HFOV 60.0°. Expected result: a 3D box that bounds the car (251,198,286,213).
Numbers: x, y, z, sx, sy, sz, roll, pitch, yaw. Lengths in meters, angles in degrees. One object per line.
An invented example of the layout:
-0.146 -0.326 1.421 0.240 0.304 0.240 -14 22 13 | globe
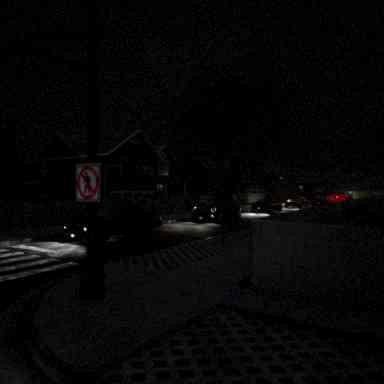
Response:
7.395 1.319 32.869 1.994 1.385 4.181 0 1 35 | car

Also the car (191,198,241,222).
1.857 1.187 24.671 2.097 1.767 4.553 0 1 34 | car

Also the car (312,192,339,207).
16.083 1.145 40.519 1.882 1.535 5.008 0 1 35 | car

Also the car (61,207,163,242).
-3.654 1.460 16.469 2.033 1.411 5.357 0 1 34 | car

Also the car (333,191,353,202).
21.934 0.802 48.679 2.150 2.045 5.566 0 1 38 | car

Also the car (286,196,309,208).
13.022 1.197 41.117 1.812 1.442 4.674 0 1 34 | car
